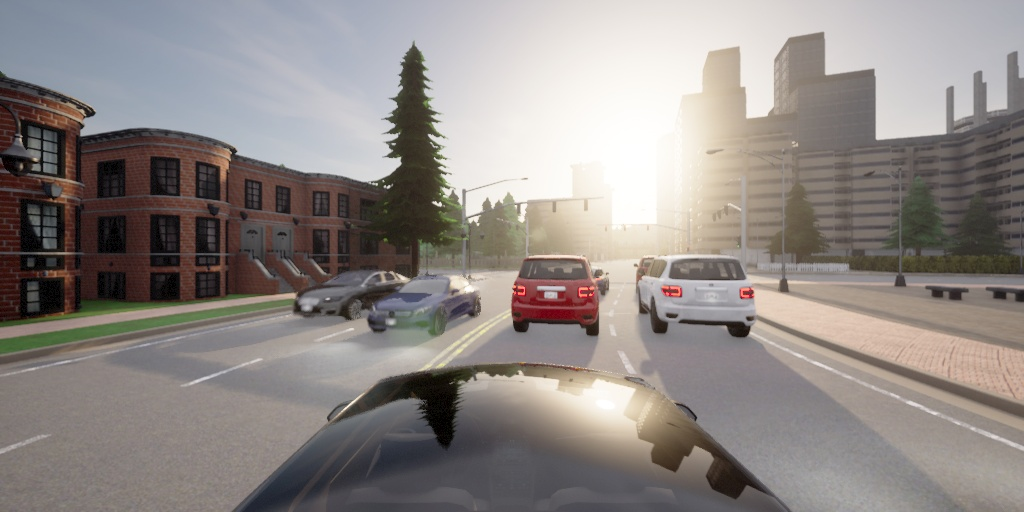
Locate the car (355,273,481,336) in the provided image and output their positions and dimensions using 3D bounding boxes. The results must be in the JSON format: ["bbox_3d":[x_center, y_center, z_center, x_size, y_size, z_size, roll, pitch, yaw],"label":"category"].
[{"bbox_3d":[-2.315,1.292,10.714,1.812,1.442,4.674,0,0,13],"label":"car"}]

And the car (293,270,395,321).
[{"bbox_3d":[-5.380,1.261,12.838,2.128,1.511,4.902,0,0,15],"label":"car"}]

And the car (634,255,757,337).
[{"bbox_3d":[5.079,0.989,10.605,2.150,2.045,5.566,0,0,14],"label":"car"}]

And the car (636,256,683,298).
[{"bbox_3d":[8.163,1.007,20.302,2.150,2.045,5.566,0,0,19],"label":"car"}]

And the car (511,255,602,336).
[{"bbox_3d":[1.490,0.988,10.772,2.150,2.045,5.566,0,0,13],"label":"car"}]

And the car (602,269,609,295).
[{"bbox_3d":[4.357,1.310,19.966,1.812,1.442,4.674,0,0,19],"label":"car"}]
